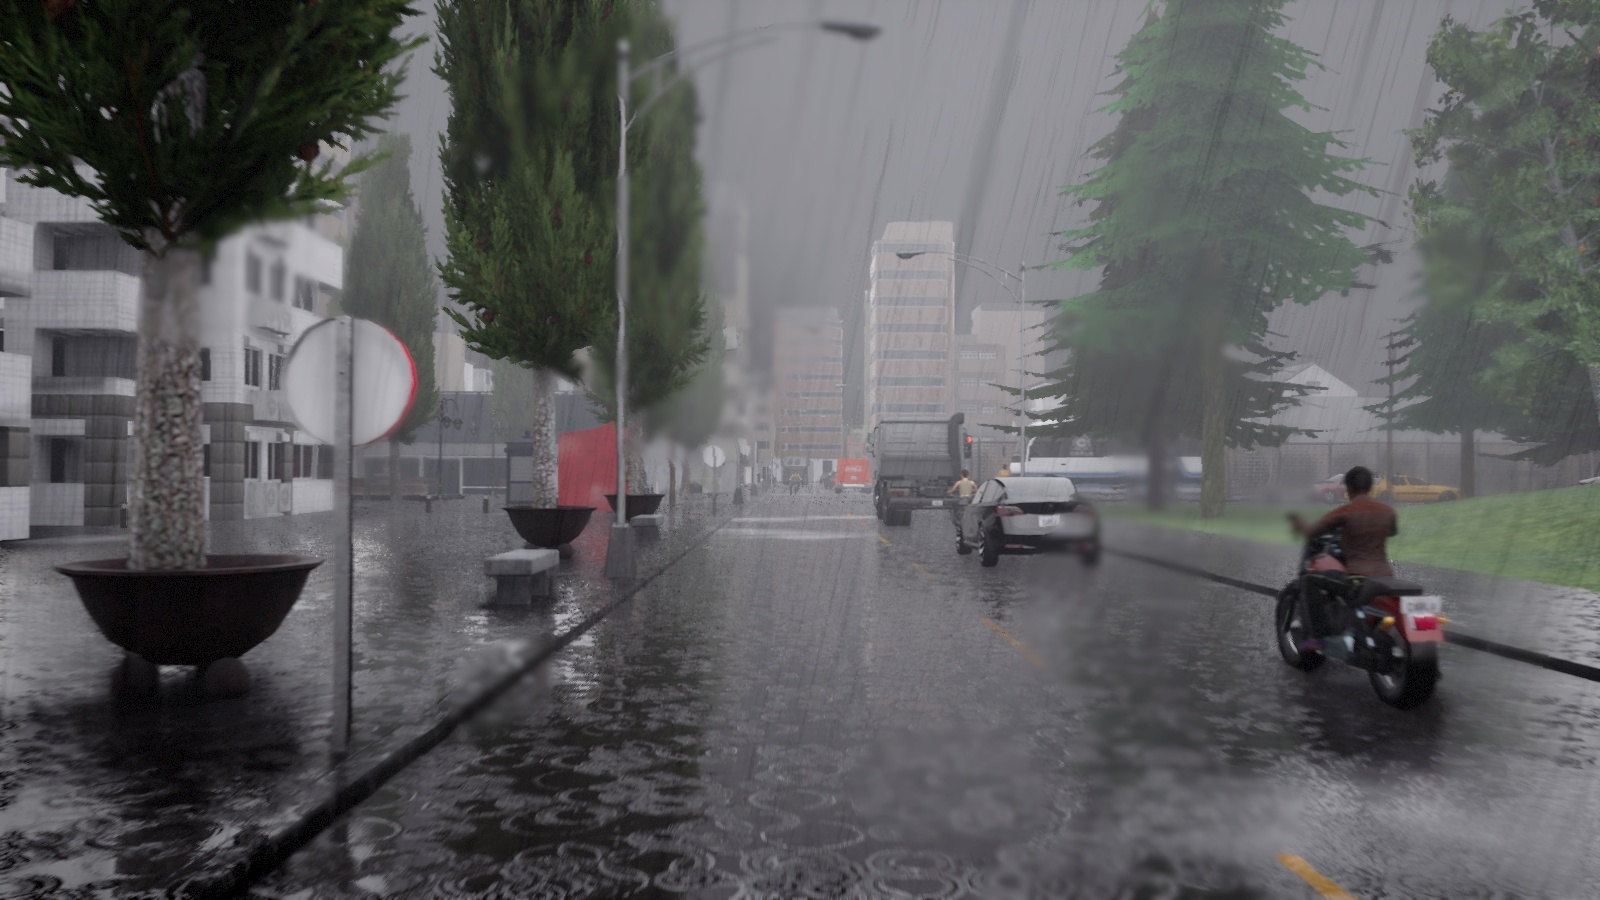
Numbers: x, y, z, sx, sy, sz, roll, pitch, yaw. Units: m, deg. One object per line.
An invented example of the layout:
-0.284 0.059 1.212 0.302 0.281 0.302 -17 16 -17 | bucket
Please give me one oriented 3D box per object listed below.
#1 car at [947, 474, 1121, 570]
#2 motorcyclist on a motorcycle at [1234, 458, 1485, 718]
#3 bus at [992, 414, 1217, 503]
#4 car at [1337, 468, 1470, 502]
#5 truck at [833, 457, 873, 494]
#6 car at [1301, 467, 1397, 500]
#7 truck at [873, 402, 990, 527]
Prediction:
3.949 1.169 22.117 2.163 1.488 4.792 0 -1 0 | car
3.979 0.903 9.193 0.766 1.649 2.350 0 -1 0 | motorcyclist on a motorcycle
15.111 0.433 63.049 10.273 4.253 3.944 0 -1 0 | bus
28.346 1.629 59.073 5.366 1.575 1.801 0 -1 0 | car
3.702 1.793 88.386 2.627 2.467 5.204 0 -1 0 | truck
27.536 1.659 63.071 3.988 1.617 1.851 0 -1 0 | car
3.870 0.465 38.715 2.891 3.462 7.936 0 -1 1 | truck
